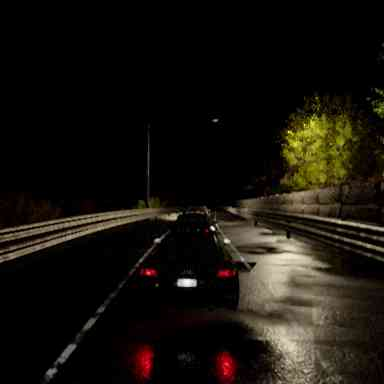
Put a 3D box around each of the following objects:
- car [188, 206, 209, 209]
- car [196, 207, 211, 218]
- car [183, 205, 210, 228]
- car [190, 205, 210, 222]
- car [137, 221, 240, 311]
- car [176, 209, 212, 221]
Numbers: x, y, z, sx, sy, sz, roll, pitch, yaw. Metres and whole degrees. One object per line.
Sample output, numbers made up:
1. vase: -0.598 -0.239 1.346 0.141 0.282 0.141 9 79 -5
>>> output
1. car: 0.180 1.821 20.183 2.128 1.511 4.902 0 -2 1
2. car: 1.678 2.906 47.734 1.882 1.535 5.008 0 -3 4
3. car: 0.421 1.971 27.690 2.097 1.767 4.553 0 -2 2
4. car: 0.972 2.354 37.140 2.097 1.767 4.553 0 -2 3
5. car: -0.007 1.602 7.890 1.994 1.385 4.181 0 -1 2
6. car: 0.067 1.658 14.277 1.837 1.490 4.892 0 -1 1
